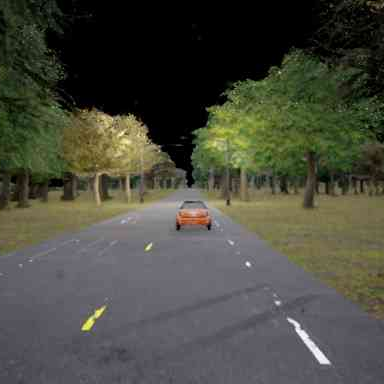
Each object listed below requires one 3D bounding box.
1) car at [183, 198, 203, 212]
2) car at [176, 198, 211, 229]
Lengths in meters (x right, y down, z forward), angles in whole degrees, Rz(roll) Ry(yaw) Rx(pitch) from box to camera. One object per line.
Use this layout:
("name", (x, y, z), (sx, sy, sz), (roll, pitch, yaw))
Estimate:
("car", (0.101, 1.453, 38.607), (2.128, 1.511, 4.902), (0, 0, 0))
("car", (0.101, 1.342, 21.518), (2.097, 1.767, 4.553), (0, 0, 0))
